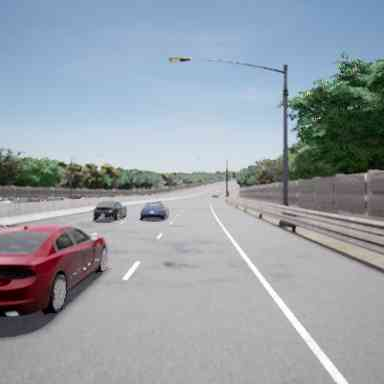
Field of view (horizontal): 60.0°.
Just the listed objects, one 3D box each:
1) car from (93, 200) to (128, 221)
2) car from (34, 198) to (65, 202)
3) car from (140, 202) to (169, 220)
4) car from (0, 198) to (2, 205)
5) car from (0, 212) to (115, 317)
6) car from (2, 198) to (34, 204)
[{"bbox_3d":[-6.556,1.458,27.065,1.837,1.490,4.892,0,0,1],"label":"car"},{"bbox_3d":[-16.847,1.455,40.597,1.837,1.490,4.892,0,-1,2],"label":"car"},{"bbox_3d":[-3.038,1.522,27.678,1.994,1.385,4.181,0,0,1],"label":"car"},{"bbox_3d":[-23.850,1.462,40.659,1.812,1.442,4.674,0,0,2],"label":"car"},{"bbox_3d":[-3.358,1.455,7.561,1.882,1.535,5.008,0,0,0],"label":"car"},{"bbox_3d":[-20.357,1.420,40.406,1.882,1.535,5.008,0,0,2],"label":"car"}]
